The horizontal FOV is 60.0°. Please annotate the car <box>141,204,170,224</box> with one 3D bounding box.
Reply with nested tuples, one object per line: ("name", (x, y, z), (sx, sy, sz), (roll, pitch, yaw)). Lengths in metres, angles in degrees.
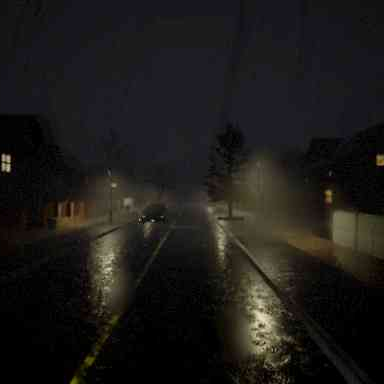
("car", (-2.725, 1.630, 25.792), (2.033, 1.411, 5.357), (0, 0, 0))
